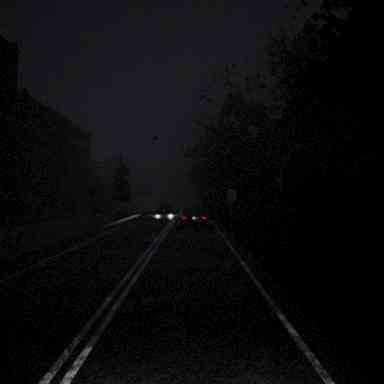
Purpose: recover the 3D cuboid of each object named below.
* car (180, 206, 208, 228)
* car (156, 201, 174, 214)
[{"bbox_3d":[0.125,1.697,23.139,2.033,1.411,5.357,0,-1,0],"label":"car"},{"bbox_3d":[-3.262,1.923,40.578,1.837,1.490,4.892,0,-1,0],"label":"car"}]
